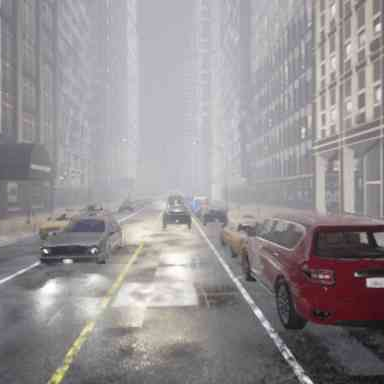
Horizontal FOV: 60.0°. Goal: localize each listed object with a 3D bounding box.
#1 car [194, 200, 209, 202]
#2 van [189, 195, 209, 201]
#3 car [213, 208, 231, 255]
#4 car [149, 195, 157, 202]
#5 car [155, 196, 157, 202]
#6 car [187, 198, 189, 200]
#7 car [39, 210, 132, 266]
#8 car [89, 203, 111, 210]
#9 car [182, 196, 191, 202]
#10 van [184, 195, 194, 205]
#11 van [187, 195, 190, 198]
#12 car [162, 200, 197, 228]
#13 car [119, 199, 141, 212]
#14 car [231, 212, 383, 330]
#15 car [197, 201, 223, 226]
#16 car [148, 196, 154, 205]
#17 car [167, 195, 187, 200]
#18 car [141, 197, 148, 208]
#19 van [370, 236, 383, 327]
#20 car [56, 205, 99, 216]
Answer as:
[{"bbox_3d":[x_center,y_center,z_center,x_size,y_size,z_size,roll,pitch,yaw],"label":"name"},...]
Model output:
[{"bbox_3d":[1.219,1.675,29.686,1.802,1.307,4.206,0,0,-3],"label":"car"},{"bbox_3d":[0.924,1.451,35.377,1.690,1.788,3.998,0,0,-3],"label":"van"},{"bbox_3d":[2.089,1.561,12.781,1.752,1.417,4.829,0,0,-3],"label":"car"},{"bbox_3d":[-10.083,1.713,86.164,1.967,1.590,4.097,0,0,-3],"label":"car"},{"bbox_3d":[-9.496,1.803,74.782,2.008,1.369,4.403,0,0,-3],"label":"car"},{"bbox_3d":[0.633,1.670,41.067,1.887,1.381,4.507,0,0,-3],"label":"car"},{"bbox_3d":[-3.672,1.614,12.171,2.033,1.411,5.357,0,0,-3],"label":"car"},{"bbox_3d":[-6.859,1.562,23.567,1.967,1.590,4.097,0,0,-3],"label":"car"},{"bbox_3d":[-1.420,1.783,80.905,1.947,1.339,4.313,0,0,-3],"label":"car"},{"bbox_3d":[-0.542,1.523,63.832,1.690,1.788,3.998,0,0,-3],"label":"van"},{"bbox_3d":[-0.248,1.510,58.140,1.690,1.788,3.998,0,0,-3],"label":"van"},{"bbox_3d":[-1.027,1.579,22.736,2.128,1.511,4.902,0,0,-3],"label":"car"},{"bbox_3d":[-7.737,1.737,40.637,1.947,1.339,4.313,0,0,-3],"label":"car"},{"bbox_3d":[2.389,1.328,6.922,2.192,1.841,5.009,0,0,-3],"label":"car"},{"bbox_3d":[1.512,1.626,23.996,2.008,1.369,4.403,0,0,-3],"label":"car"},{"bbox_3d":[-8.910,1.773,63.401,1.887,1.381,4.507,0,0,-3],"label":"car"},{"bbox_3d":[-2.027,1.362,42.007,2.150,2.045,5.566,0,0,-2],"label":"car"},{"bbox_3d":[-8.323,1.782,52.019,1.802,1.307,4.206,0,0,-3],"label":"car"},{"bbox_3d":[2.682,1.331,1.230,1.690,1.788,3.998,0,0,-3],"label":"van"},{"bbox_3d":[-6.556,1.627,17.704,1.752,1.417,4.829,0,0,-3],"label":"car"}]
